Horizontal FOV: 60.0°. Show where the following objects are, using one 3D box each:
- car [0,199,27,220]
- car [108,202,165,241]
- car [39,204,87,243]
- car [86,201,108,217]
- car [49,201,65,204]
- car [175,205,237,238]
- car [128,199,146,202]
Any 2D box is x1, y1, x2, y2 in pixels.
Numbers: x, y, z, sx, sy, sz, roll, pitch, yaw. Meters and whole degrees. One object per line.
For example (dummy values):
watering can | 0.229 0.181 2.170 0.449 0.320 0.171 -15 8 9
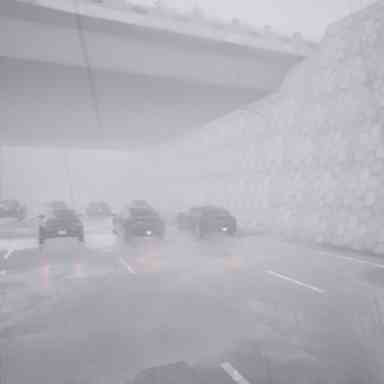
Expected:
car | -14.865 1.332 27.342 2.097 1.767 4.553 0 0 -22
car | -2.793 1.480 16.676 1.837 1.490 4.892 0 1 -22
car | -6.294 1.508 15.983 1.812 1.442 4.674 0 0 -22
car | -8.796 1.524 30.991 1.994 1.385 4.181 0 0 -22
car | -12.157 1.495 29.956 1.812 1.442 4.674 0 0 -23
car | 0.581 1.470 17.675 1.837 1.490 4.892 0 0 -22
car | -5.332 1.457 31.773 1.837 1.490 4.892 0 0 -22
